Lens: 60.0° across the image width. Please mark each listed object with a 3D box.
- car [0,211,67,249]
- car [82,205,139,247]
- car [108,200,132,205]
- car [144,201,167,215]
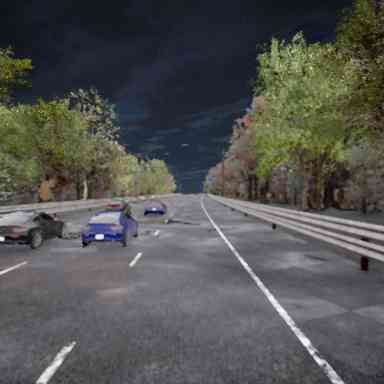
[{"bbox_3d":[-7.064,1.569,14.561,1.812,1.442,4.674,0,0,0],"label":"car"},{"bbox_3d":[-3.563,1.548,15.051,1.812,1.442,4.674,0,0,-1],"label":"car"},{"bbox_3d":[-7.104,1.553,32.530,1.837,1.490,4.892,0,0,0],"label":"car"},{"bbox_3d":[-3.620,1.586,33.726,1.994,1.385,4.181,0,0,0],"label":"car"}]
